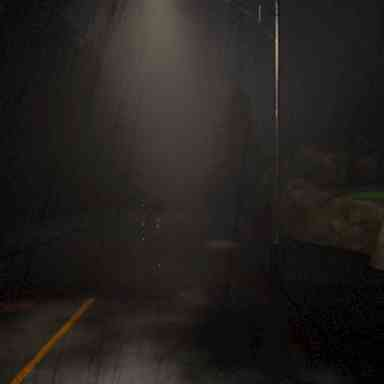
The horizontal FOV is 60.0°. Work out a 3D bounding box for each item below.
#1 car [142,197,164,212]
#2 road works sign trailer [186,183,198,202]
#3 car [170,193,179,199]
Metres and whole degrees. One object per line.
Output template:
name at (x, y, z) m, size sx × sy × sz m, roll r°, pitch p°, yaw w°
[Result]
car at (-4.081, 1.285, 35.087) m, size 1.812 × 1.442 × 4.674 m, roll 0°, pitch 1°, yaw 0°
road works sign trailer at (0.018, 0.031, 63.163) m, size 2.380 × 3.560 × 2.880 m, roll 0°, pitch 0°, yaw 0°
car at (-4.038, 1.028, 76.500) m, size 1.837 × 1.490 × 4.892 m, roll 0°, pitch 0°, yaw 0°
